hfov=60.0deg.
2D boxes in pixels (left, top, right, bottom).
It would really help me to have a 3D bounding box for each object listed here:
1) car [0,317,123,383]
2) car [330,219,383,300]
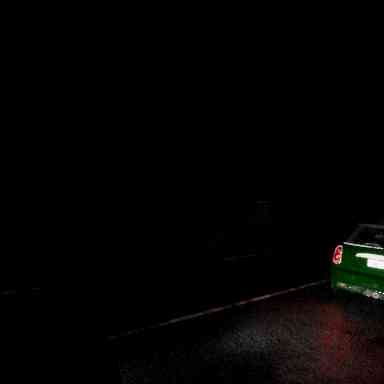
[{"bbox_3d":[-2.774,1.492,1.771,4.902,1.511,2.128,0,0,-36],"label":"car"},{"bbox_3d":[5.140,1.352,7.404,4.553,1.767,2.097,0,0,-35],"label":"car"}]
